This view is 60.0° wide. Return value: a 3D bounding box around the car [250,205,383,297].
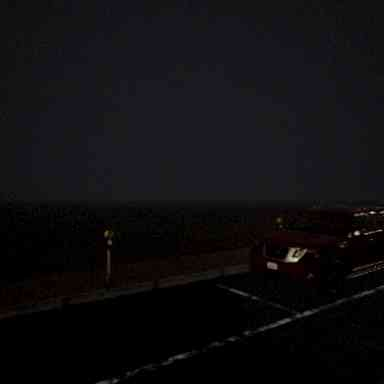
[{"bbox_3d":[3.828,1.314,8.814,5.009,1.841,2.192,0,1,-35],"label":"car"}]
